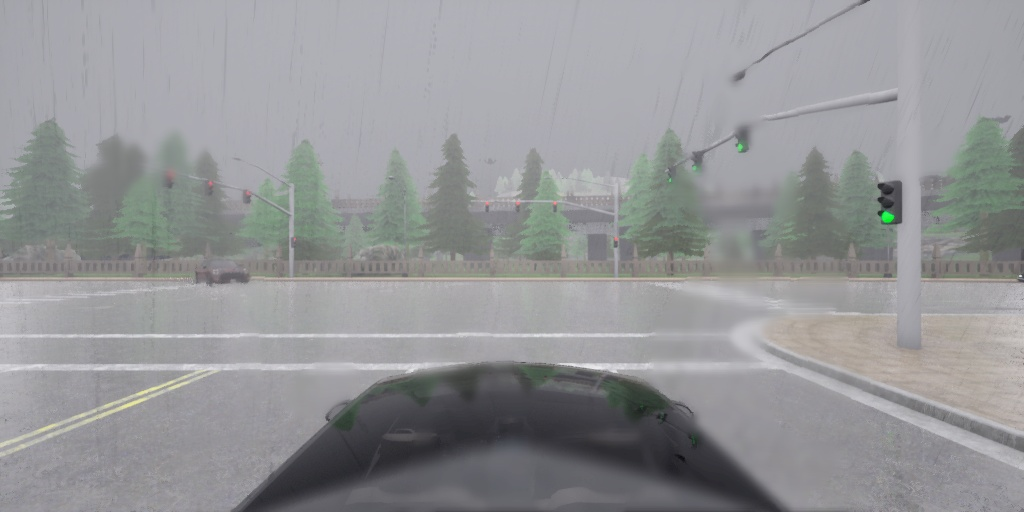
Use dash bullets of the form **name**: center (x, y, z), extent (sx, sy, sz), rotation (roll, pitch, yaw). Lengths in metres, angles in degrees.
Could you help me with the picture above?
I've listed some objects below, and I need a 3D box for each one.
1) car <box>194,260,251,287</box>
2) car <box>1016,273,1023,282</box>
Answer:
- **car**: center (-19.460, 1.043, 24.107), extent (4.553, 1.767, 2.097), rotation (0, 0, 36)
- **car**: center (36.358, 1.240, 22.760), extent (5.357, 1.411, 2.033), rotation (0, 0, 14)
